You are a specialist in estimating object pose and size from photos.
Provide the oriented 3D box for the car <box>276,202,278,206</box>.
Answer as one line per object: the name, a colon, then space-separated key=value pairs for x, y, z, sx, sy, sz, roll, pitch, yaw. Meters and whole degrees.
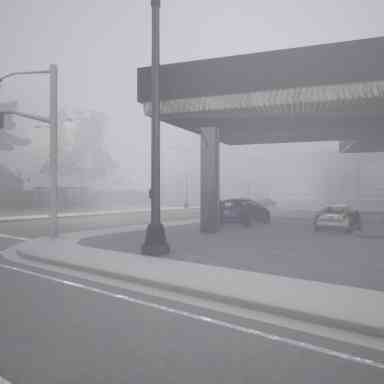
car: x=10.517 y=1.547 z=47.966 sx=2.033 sy=1.411 sz=5.357 roll=0 pitch=0 yaw=37

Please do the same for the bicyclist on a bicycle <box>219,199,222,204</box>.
bicyclist on a bicycle: x=2.550 y=1.387 z=29.682 sx=0.582 sy=1.620 sz=1.656 roll=0 pitch=-9 yaw=-36

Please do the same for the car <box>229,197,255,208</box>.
car: x=7.530 y=1.505 z=49.816 sx=1.837 sy=1.490 sz=4.892 roll=0 pitch=0 yaw=36

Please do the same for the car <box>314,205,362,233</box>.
car: x=8.504 y=1.456 z=19.228 sx=1.970 sy=1.475 sz=3.806 roll=0 pitch=0 yaw=37

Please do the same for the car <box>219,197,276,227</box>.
car: x=3.430 y=1.295 z=22.027 sx=2.242 sy=1.667 sz=4.611 roll=0 pitch=0 yaw=37
